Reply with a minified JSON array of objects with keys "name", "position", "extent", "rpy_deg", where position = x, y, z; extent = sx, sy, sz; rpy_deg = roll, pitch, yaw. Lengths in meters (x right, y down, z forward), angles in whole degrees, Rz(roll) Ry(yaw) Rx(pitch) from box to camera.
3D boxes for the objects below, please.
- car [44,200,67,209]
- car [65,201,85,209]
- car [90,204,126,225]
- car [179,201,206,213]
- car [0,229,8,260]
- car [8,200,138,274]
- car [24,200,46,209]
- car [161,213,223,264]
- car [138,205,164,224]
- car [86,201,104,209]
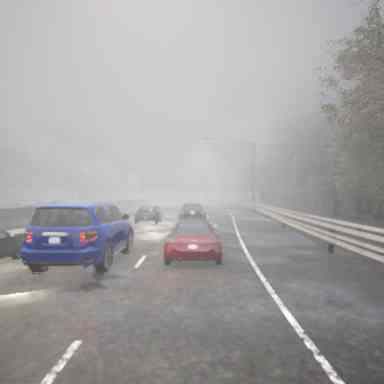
[{"name":"car","position":[-24.503,2.196,59.891],"extent":[2.033,1.411,5.357],"rpy_deg":[0,-1,0]},{"name":"car","position":[-21.007,2.250,59.960],"extent":[1.895,1.301,4.718],"rpy_deg":[0,-1,1]},{"name":"car","position":[-6.945,1.816,27.986],"extent":[1.812,1.442,4.674],"rpy_deg":[0,0,0]},{"name":"car","position":[0.049,1.634,27.198],"extent":[2.097,1.767,4.553],"rpy_deg":[0,-1,0]},{"name":"car","position":[-6.970,1.651,10.151],"extent":[2.033,1.411,5.357],"rpy_deg":[0,-1,0]},{"name":"car","position":[-3.462,1.337,11.116],"extent":[2.150,2.045,5.566],"rpy_deg":[0,0,0]},{"name":"car","position":[-28.011,2.204,59.460],"extent":[1.994,1.385,4.181],"rpy_deg":[0,-1,1]},{"name":"car","position":[0.048,1.691,12.350],"extent":[1.994,1.385,4.181],"rpy_deg":[0,0,1]},{"name":"car","position":[-3.450,1.775,27.274],"extent":[2.128,1.511,4.902],"rpy_deg":[0,-1,0]},{"name":"car","position":[-17.514,2.253,60.122],"extent":[1.895,1.301,4.718],"rpy_deg":[0,-1,1]}]
